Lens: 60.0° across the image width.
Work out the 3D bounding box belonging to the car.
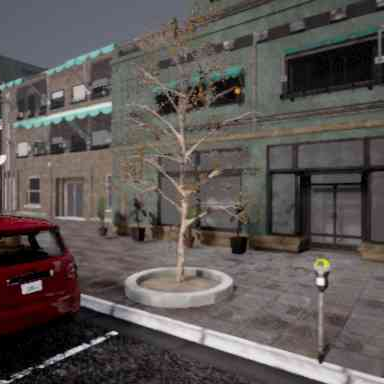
[{"bbox_3d":[-4.034,1.337,5.746,5.009,1.841,2.192,0,0,36],"label":"car"}]
